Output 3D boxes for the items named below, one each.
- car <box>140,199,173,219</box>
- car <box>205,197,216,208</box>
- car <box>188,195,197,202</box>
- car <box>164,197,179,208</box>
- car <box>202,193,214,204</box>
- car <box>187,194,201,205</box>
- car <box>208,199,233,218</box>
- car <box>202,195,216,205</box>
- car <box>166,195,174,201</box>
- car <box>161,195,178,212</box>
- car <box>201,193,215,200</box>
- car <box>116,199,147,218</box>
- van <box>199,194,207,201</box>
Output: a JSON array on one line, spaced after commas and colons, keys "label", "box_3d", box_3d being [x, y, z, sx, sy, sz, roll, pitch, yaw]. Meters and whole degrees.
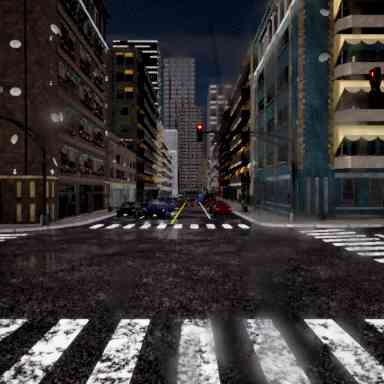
[{"label": "car", "box_3d": [-3.054, 1.603, 29.541, 1.895, 1.301, 4.718, 0, 0, 0]}, {"label": "car", "box_3d": [2.739, 1.570, 35.902, 1.947, 1.339, 4.313, 0, 0, 0]}, {"label": "car", "box_3d": [0.108, 1.381, 69.844, 1.812, 1.442, 4.674, 0, 0, 0]}, {"label": "car", "box_3d": [-3.012, 1.537, 49.749, 1.812, 1.442, 4.674, 0, 0, 0]}, {"label": "car", "box_3d": [3.212, 1.243, 67.976, 2.150, 2.045, 5.566, 0, 0, 0]}, {"label": "car", "box_3d": [0.093, 1.510, 60.671, 2.128, 1.511, 4.902, 0, 0, 0]}, {"label": "car", "box_3d": [2.731, 1.584, 30.379, 1.802, 1.307, 4.206, 0, 0, 0]}, {"label": "car", "box_3d": [2.756, 1.555, 46.949, 1.887, 1.381, 4.507, 0, 0, 0]}, {"label": "car", "box_3d": [-5.566, 1.563, 85.469, 1.752, 1.417, 4.829, 0, 0, 0]}, {"label": "car", "box_3d": [-3.035, 1.358, 39.537, 2.097, 1.767, 4.553, 0, 0, 0]}, {"label": "car", "box_3d": [3.201, 1.246, 60.976, 2.150, 2.045, 5.566, 0, 0, 0]}, {"label": "car", "box_3d": [-5.651, 1.569, 30.404, 1.947, 1.339, 4.313, 0, 0, 0]}, {"label": "van", "box_3d": [2.813, 1.379, 85.614, 1.690, 1.788, 3.998, -1, 0, 0]}]
